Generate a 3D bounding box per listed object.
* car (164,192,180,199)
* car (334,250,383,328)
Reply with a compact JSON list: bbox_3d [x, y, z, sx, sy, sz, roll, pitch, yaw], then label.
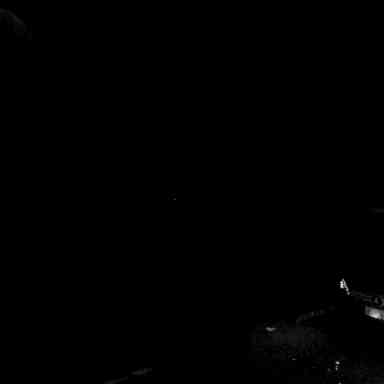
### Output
[{"bbox_3d":[-4.801,0.862,80.159,1.882,1.535,5.008,-1,1,-36],"label":"car"},{"bbox_3d":[4.680,1.604,6.406,4.674,1.442,1.812,1,0,-35],"label":"car"}]
